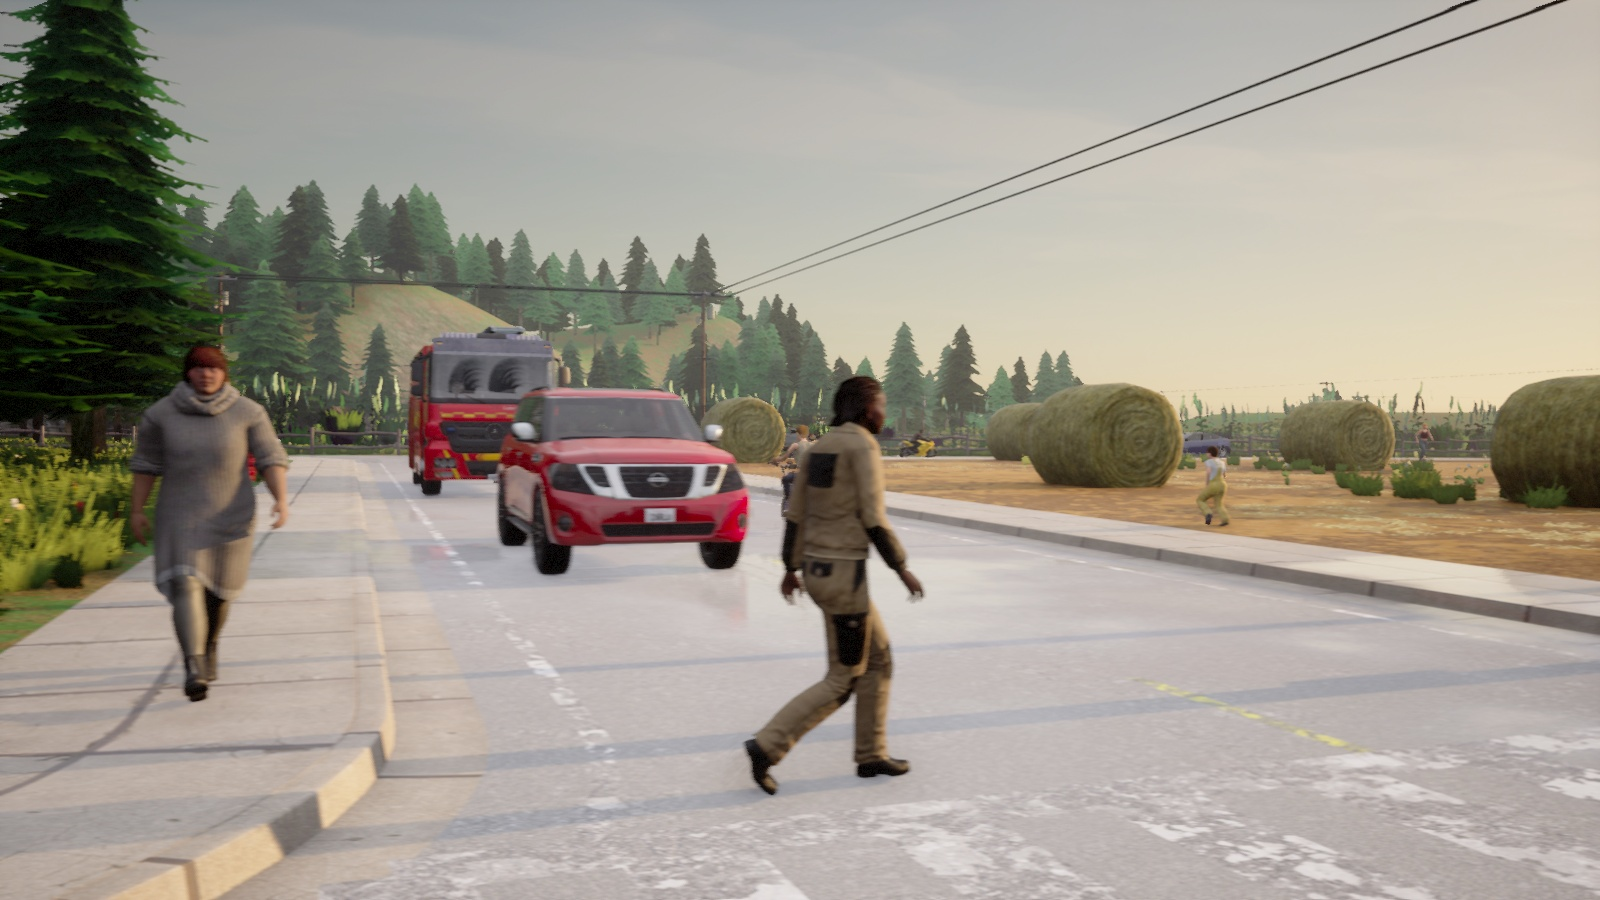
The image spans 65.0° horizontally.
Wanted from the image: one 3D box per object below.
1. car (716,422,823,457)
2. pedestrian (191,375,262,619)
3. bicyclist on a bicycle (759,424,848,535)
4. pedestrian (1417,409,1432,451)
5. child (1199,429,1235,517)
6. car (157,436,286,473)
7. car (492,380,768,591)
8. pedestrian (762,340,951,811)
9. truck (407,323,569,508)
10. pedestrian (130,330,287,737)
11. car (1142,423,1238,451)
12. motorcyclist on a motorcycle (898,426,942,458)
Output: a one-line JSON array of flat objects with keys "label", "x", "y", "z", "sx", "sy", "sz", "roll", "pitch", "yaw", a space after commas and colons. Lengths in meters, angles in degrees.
[{"label": "car", "x": -1.575, "y": -0.539, "z": 63.881, "sx": 5.027, "sy": 1.651, "sz": 2.152, "roll": -1, "pitch": 1, "yaw": -17}, {"label": "pedestrian", "x": -4.500, "y": 0.352, "z": 9.870, "sx": 0.331, "sy": 1.846, "sz": 0.636, "roll": -1, "pitch": 1, "yaw": -11}, {"label": "bicyclist on a bicycle", "x": 0.029, "y": 0.416, "z": 19.072, "sx": 0.866, "sy": 1.612, "sz": 1.509, "roll": -1, "pitch": 1, "yaw": -20}, {"label": "pedestrian", "x": 27.393, "y": -0.880, "z": 55.089, "sx": 0.345, "sy": 1.836, "sz": 0.594, "roll": -1, "pitch": 1, "yaw": -4}, {"label": "child", "x": 6.111, "y": 0.329, "z": 18.406, "sx": 0.270, "sy": 1.263, "sz": 0.437, "roll": -1, "pitch": 1, "yaw": -20}, {"label": "car", "x": -24.420, "y": 0.183, "z": 53.173, "sx": 4.674, "sy": 1.442, "sz": 1.812, "roll": -1, "pitch": 1, "yaw": -14}, {"label": "car", "x": -2.302, "y": 0.295, "z": 15.176, "sx": 2.150, "sy": 2.045, "sz": 5.566, "roll": -1, "pitch": 1, "yaw": -20}, {"label": "pedestrian", "x": 0.242, "y": 0.508, "z": 5.451, "sx": 0.692, "sy": 1.930, "sz": 0.396, "roll": -1, "pitch": 1, "yaw": -22}, {"label": "truck", "x": -7.769, "y": -0.784, "z": 30.355, "sx": 2.891, "sy": 3.827, "sz": 8.468, "roll": -1, "pitch": 1, "yaw": -20}, {"label": "pedestrian", "x": -3.064, "y": 0.392, "z": 6.540, "sx": 0.659, "sy": 1.952, "sz": 0.873, "roll": -1, "pitch": 1, "yaw": -24}, {"label": "car", "x": 22.055, "y": -0.742, "z": 71.092, "sx": 4.792, "sy": 1.488, "sz": 2.163, "roll": -1, "pitch": 1, "yaw": -17}, {"label": "motorcyclist on a motorcycle", "x": 5.967, "y": -0.407, "z": 62.526, "sx": 2.044, "sy": 1.523, "sz": 0.797, "roll": -1, "pitch": 1, "yaw": -17}]
